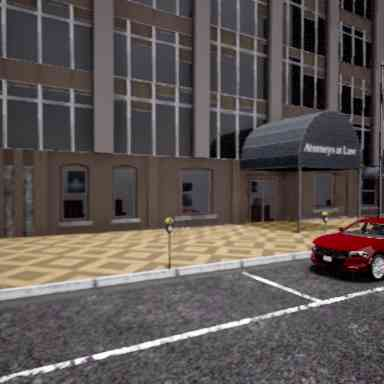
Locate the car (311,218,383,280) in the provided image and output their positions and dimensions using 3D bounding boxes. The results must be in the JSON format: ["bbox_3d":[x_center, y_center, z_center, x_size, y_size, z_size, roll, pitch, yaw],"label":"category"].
[{"bbox_3d":[5.314,1.408,9.343,4.507,1.381,1.887,0,1,-29],"label":"car"}]
